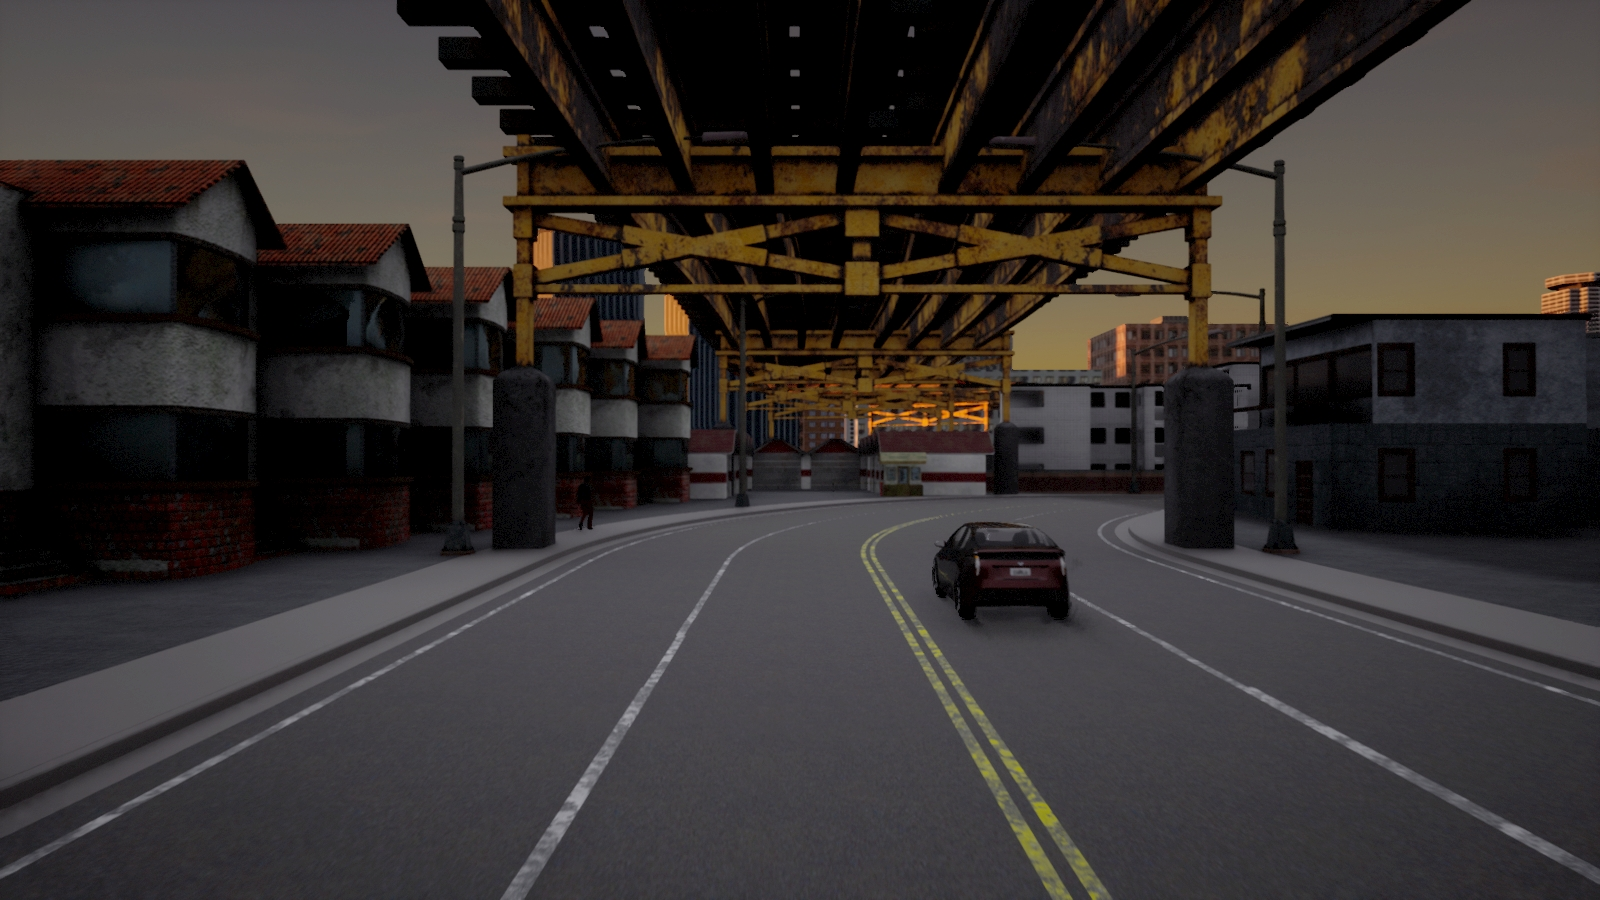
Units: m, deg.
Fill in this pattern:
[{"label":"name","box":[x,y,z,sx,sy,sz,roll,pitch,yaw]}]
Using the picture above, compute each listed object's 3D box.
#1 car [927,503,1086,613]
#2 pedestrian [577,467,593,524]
[{"label":"car","box":[3.502,1.806,20.243,2.007,1.525,4.514,0,0,0]},{"label":"pedestrian","box":[-7.014,1.473,37.234,0.375,1.860,0.375,0,-1,22]}]
